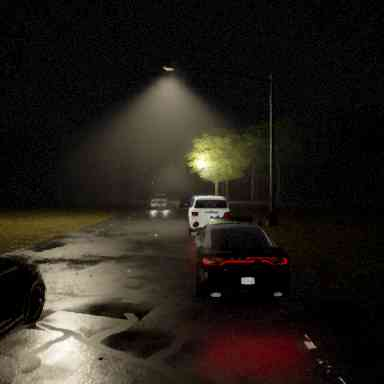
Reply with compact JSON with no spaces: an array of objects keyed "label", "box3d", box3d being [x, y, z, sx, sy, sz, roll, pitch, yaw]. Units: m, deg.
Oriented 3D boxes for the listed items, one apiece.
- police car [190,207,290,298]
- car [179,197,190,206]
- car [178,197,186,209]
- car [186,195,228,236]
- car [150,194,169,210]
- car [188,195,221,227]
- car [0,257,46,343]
[{"label":"police car","box3d":[1.009,1.428,8.696,1.930,1.638,5.238,0,0,0]},{"label":"car","box3d":[-1.322,1.623,59.870,1.837,1.490,4.892,-1,0,-3]},{"label":"car","box3d":[-0.783,1.643,46.168,1.994,1.385,4.181,0,0,-1]},{"label":"car","box3d":[0.902,1.244,18.642,2.150,2.045,5.566,0,0,-1]},{"label":"car","box3d":[-4.284,1.297,44.450,2.150,2.045,5.566,0,0,-2]},{"label":"car","box3d":[0.808,1.249,24.651,2.150,2.045,5.566,0,0,-1]},{"label":"car","box3d":[-3.623,1.567,4.342,1.994,1.385,4.181,0,0,0]}]
